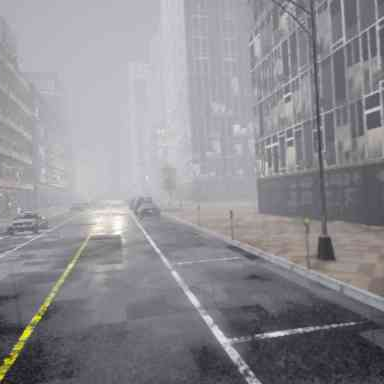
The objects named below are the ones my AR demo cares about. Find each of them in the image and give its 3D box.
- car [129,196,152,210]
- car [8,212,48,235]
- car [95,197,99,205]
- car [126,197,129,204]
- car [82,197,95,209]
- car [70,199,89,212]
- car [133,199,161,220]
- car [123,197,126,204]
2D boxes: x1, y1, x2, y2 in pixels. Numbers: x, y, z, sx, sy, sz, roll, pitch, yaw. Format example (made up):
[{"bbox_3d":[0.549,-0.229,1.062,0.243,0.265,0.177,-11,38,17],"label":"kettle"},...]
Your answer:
[{"bbox_3d":[-5.046,1.413,34.717,2.192,1.841,5.009,-2,0,-13],"label":"car"},{"bbox_3d":[-10.778,2.004,22.102,1.802,1.307,4.206,-2,0,-13],"label":"car"},{"bbox_3d":[-22.897,2.443,75.984,1.947,1.339,4.313,-2,0,-13],"label":"car"},{"bbox_3d":[-7.470,1.495,45.494,2.192,1.841,5.009,-2,0,-13],"label":"car"},{"bbox_3d":[-19.271,2.037,59.819,2.192,1.841,5.009,-2,0,-13],"label":"car"},{"bbox_3d":[-16.839,2.173,49.042,1.887,1.381,4.507,-2,0,-13],"label":"car"},{"bbox_3d":[-3.825,1.624,29.329,1.947,1.339,4.313,-2,0,-13],"label":"car"},{"bbox_3d":[-14.730,2.055,77.823,1.802,1.307,4.206,-2,0,-13],"label":"car"}]
